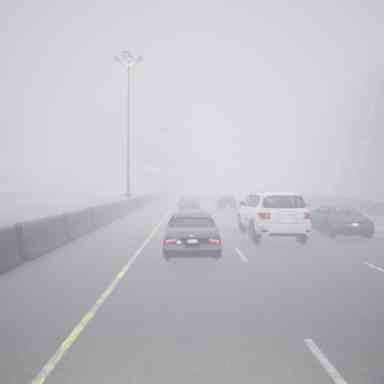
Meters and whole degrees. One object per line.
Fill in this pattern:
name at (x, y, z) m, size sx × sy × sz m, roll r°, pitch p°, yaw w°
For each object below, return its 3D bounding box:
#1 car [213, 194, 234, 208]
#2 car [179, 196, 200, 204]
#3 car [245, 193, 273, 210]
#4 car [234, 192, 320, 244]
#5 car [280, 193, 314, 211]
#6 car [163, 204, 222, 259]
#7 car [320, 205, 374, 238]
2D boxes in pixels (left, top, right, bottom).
car at (3.271, 0.921, 32.942) m, size 1.837 × 1.490 × 4.892 m, roll 0°, pitch 1°, yaw -1°
car at (-0.211, 1.059, 31.151) m, size 1.895 × 1.301 × 4.718 m, roll 0°, pitch 1°, yaw -1°
car at (6.761, 0.918, 33.922) m, size 1.812 × 1.442 × 4.674 m, roll 0°, pitch 1°, yaw -1°
car at (3.453, 1.006, 14.842) m, size 2.150 × 2.045 × 5.566 m, roll 0°, pitch 1°, yaw -1°
car at (10.271, 0.919, 32.968) m, size 1.837 × 1.490 × 4.892 m, roll 0°, pitch 1°, yaw -1°
car at (-0.016, 1.382, 11.787) m, size 2.033 × 1.411 × 5.357 m, roll 0°, pitch 1°, yaw -1°
car at (6.940, 1.325, 16.186) m, size 1.994 × 1.385 × 4.181 m, roll 0°, pitch 1°, yaw -1°
